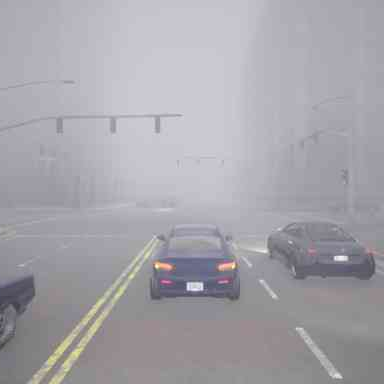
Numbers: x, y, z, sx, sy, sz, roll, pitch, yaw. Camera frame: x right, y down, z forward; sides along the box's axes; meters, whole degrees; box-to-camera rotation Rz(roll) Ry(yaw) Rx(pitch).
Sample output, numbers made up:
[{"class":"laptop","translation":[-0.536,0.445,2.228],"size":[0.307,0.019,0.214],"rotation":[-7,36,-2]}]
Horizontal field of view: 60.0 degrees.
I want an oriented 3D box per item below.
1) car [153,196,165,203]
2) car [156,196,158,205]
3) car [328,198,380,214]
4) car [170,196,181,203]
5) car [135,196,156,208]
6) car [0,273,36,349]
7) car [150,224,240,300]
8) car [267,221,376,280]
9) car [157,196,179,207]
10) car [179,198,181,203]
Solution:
[{"class":"car","translation":[-6.852,1.545,69.122],"size":[2.033,1.411,5.357],"rotation":[0,0,0]},{"class":"car","translation":[-6.957,1.503,58.186],"size":[1.837,1.490,4.892],"rotation":[0,0,0]},{"class":"car","translation":[16.780,1.421,34.500],"size":[5.008,1.535,1.882],"rotation":[0,0,0]},{"class":"car","translation":[-3.351,1.562,69.253],"size":[1.994,1.385,4.181],"rotation":[0,0,0]},{"class":"car","translation":[-6.994,1.546,48.452],"size":[2.033,1.411,5.357],"rotation":[0,0,0]},{"class":"car","translation":[-3.593,1.601,3.449],"size":[1.895,1.301,4.718],"rotation":[0,0,0]},{"class":"car","translation":[0.077,1.525,8.256],"size":[1.812,1.442,4.674],"rotation":[0,0,1]},{"class":"car","translation":[3.593,1.563,9.992],"size":[1.994,1.385,4.181],"rotation":[0,0,0]},{"class":"car","translation":[-3.489,1.490,49.659],"size":[2.128,1.511,4.902],"rotation":[0,0,0]},{"class":"car","translation":[-3.448,1.476,59.250],"size":[1.882,1.535,5.008],"rotation":[0,0,0]}]
